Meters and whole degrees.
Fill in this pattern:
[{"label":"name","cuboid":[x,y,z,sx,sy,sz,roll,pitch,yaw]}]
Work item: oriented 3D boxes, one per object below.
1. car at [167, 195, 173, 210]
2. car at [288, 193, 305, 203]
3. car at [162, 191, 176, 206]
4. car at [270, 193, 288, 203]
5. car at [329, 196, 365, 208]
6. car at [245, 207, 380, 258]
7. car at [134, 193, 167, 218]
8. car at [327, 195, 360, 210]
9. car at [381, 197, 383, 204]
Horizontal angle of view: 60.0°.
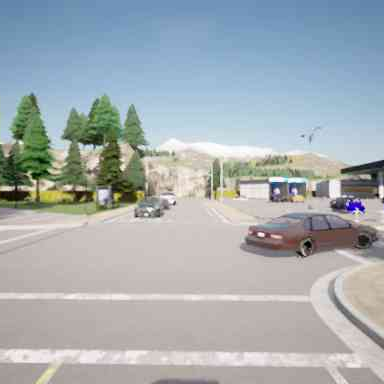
[{"label":"car","cuboid":[-3.584,1.337,38.165,1.994,1.385,4.181,0,0,0]},{"label":"car","cuboid":[17.351,0.997,56.142,2.152,1.636,5.027,0,0,0]},{"label":"car","cuboid":[-3.571,0.928,49.604,2.150,2.045,5.566,0,0,0]},{"label":"car","cuboid":[14.213,1.007,56.121,2.007,1.523,4.514,0,0,0]},{"label":"car","cuboid":[13.962,1.195,30.089,1.845,1.501,3.633,0,0,0]},{"label":"car","cuboid":[4.538,1.461,12.321,5.357,1.411,2.033,0,0,-29]},{"label":"car","cuboid":[-3.589,1.184,28.295,2.097,1.767,4.553,0,0,0]},{"label":"car","cuboid":[17.016,1.162,37.479,1.970,1.475,3.806,0,0,0]},{"label":"car","cuboid":[29.119,1.033,48.349,1.845,1.501,3.633,0,0,0]}]
